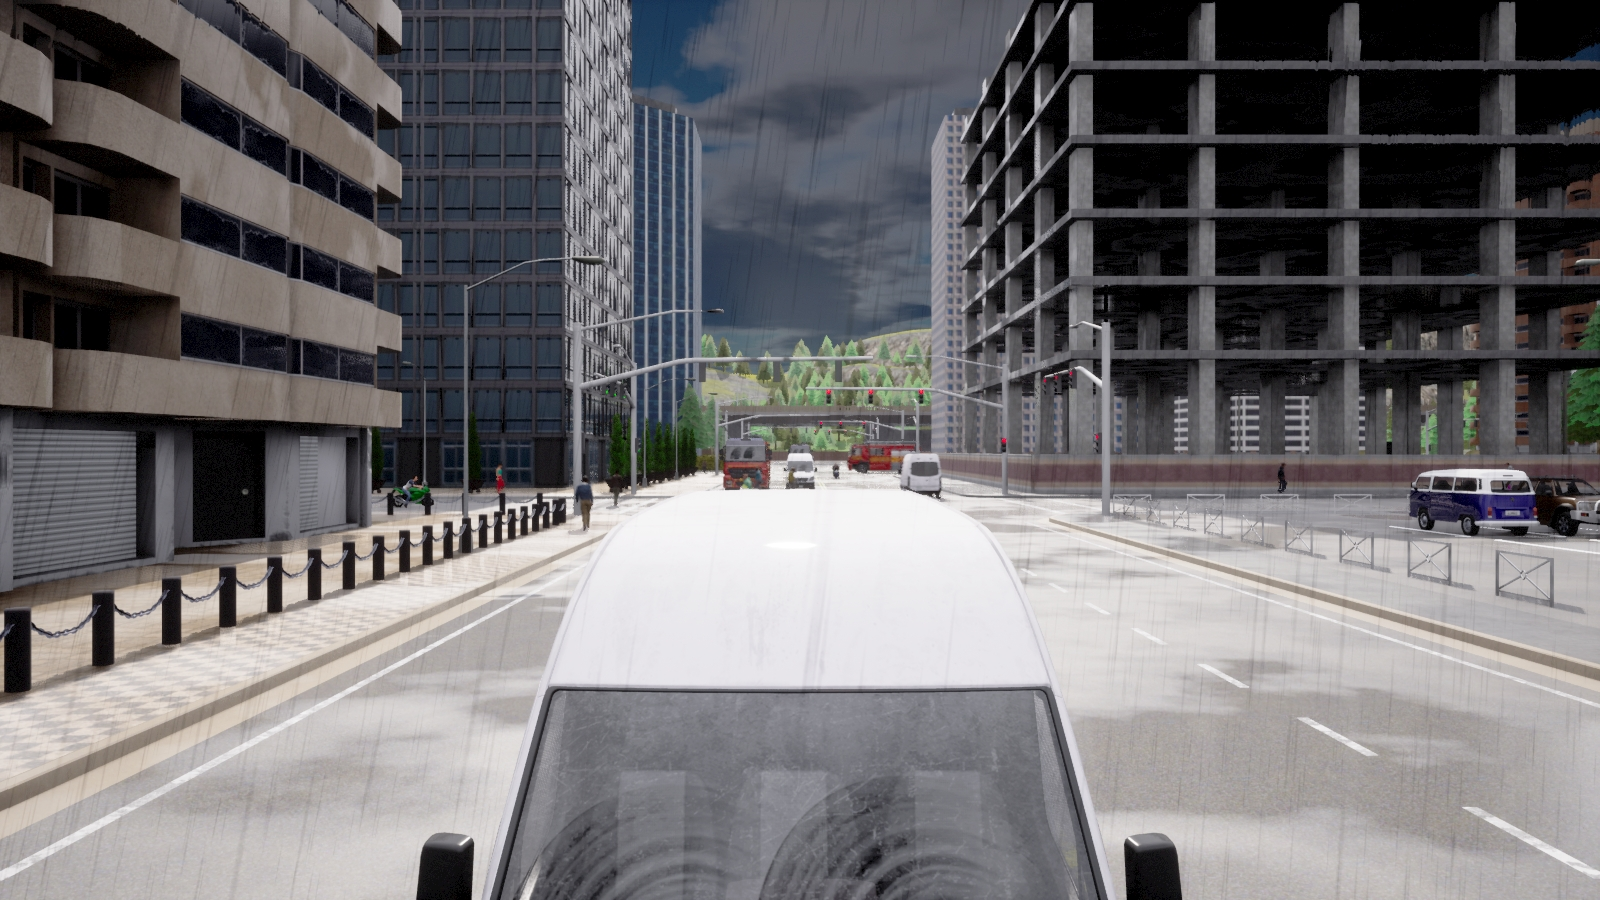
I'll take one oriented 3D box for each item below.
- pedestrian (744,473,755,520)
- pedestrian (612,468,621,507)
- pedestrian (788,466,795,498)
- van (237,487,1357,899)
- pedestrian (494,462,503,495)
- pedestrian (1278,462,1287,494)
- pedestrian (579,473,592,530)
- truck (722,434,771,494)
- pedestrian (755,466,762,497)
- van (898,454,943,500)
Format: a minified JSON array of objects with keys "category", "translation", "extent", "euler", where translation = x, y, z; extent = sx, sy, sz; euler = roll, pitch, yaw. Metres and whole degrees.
[{"category":"pedestrian","translation":[-2.023,1.837,45.694],"extent":[0.375,1.860,0.375],"euler":[0,0,-10]},{"category":"pedestrian","translation":[-8.864,1.805,55.282],"extent":[0.375,1.860,0.375],"euler":[0,0,1]},{"category":"pedestrian","translation":[-0.487,1.848,66.665],"extent":[0.375,1.860,0.375],"euler":[0,0,1]},{"category":"van","translation":[-0.002,1.534,4.985],"extent":[1.988,2.561,5.915],"euler":[0,0,0]},{"category":"pedestrian","translation":[-17.264,1.641,65.449],"extent":[0.375,1.860,0.375],"euler":[0,0,11]},{"category":"pedestrian","translation":[28.104,1.641,66.577],"extent":[0.375,1.860,0.375],"euler":[0,0,-1]},{"category":"pedestrian","translation":[-7.046,1.697,37.551],"extent":[0.375,1.860,0.375],"euler":[0,0,-3]},{"category":"truck","translation":[-3.496,0.891,77.013],"extent":[2.891,3.827,8.468],"euler":[0,0,0]},{"category":"pedestrian","translation":[-2.450,1.848,67.112],"extent":[0.375,1.860,0.375],"euler":[0,0,-13]},{"category":"van","translation":[7.005,1.523,67.005],"extent":[1.988,2.561,5.915],"euler":[0,-1,0]}]
